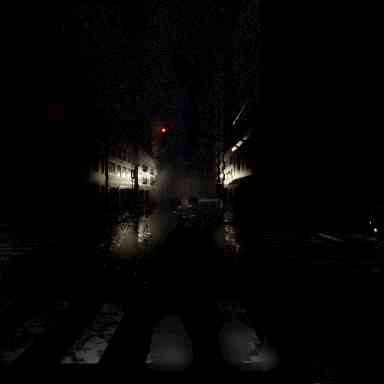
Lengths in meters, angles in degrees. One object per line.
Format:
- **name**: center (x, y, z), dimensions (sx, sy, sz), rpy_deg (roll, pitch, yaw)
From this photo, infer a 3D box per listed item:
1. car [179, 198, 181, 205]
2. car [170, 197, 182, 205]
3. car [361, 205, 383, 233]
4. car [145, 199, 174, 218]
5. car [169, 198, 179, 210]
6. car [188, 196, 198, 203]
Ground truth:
- **car**: center (-2.956, 1.592, 49.705), dimensions (1.994, 1.385, 4.181), rpy_deg (0, 0, 0)
- **car**: center (-2.883, 1.646, 59.667), dimensions (1.895, 1.301, 4.718), rpy_deg (0, 0, 0)
- **car**: center (11.351, 1.383, 15.760), dimensions (5.357, 1.411, 2.033), rpy_deg (-1, 0, 0)
- **car**: center (-3.034, 1.570, 30.323), dimensions (1.994, 1.385, 4.181), rpy_deg (0, 0, 0)
- **car**: center (-3.010, 1.562, 39.751), dimensions (2.033, 1.411, 5.357), rpy_deg (0, 0, 1)
- **car**: center (0.215, 1.546, 71.124), dimensions (1.882, 1.535, 5.008), rpy_deg (0, 0, 0)
